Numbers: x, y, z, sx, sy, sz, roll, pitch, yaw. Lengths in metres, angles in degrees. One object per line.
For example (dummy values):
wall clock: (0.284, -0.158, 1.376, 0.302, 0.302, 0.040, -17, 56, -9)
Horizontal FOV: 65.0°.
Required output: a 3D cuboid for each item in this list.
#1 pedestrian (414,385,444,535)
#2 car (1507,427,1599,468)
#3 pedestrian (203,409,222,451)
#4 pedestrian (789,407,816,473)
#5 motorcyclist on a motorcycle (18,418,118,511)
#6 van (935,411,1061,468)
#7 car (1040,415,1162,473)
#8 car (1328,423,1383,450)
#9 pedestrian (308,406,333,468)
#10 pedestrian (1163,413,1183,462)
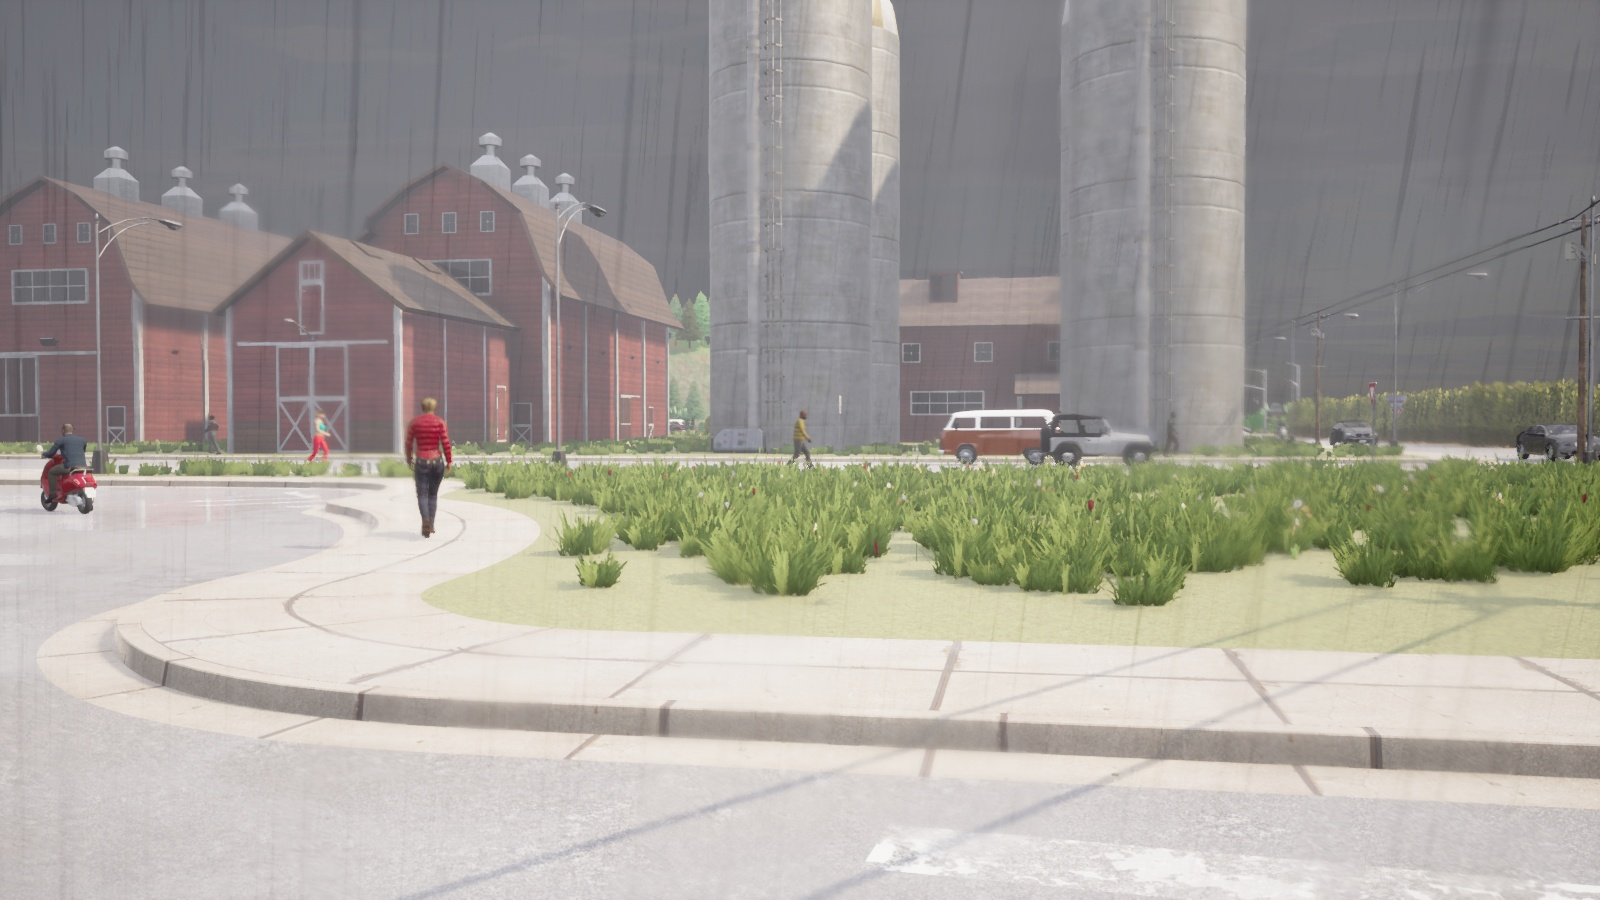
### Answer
pedestrian: (-4.662, 0.117, 15.784, 0.331, 1.846, 0.636, 0, 1, -19)
car: (29.909, -0.121, 49.456, 2.128, 1.511, 4.902, 1, 1, 11)
pedestrian: (-26.979, -0.911, 57.674, 0.666, 1.930, 0.402, 0, 1, -2)
pedestrian: (0.064, -0.273, 35.037, 0.726, 1.835, 0.370, 0, 1, 3)
motorcyclist on a motorcycle: (-13.023, 0.229, 22.324, 1.817, 1.590, 0.866, 1, 2, 36)
van: (7.315, -0.410, 46.369, 4.480, 2.038, 2.069, 1, 1, 10)
car: (10.094, -0.236, 42.348, 3.866, 1.878, 1.905, 1, 1, 10)
car: (35.754, -0.882, 80.977, 2.242, 1.667, 4.611, 1, 1, 11)
pedestrian: (-14.262, -0.401, 37.375, 0.594, 1.836, 0.345, 0, 1, 7)
pedestrian: (14.802, -0.512, 49.803, 0.692, 1.930, 0.395, 1, 1, 11)
